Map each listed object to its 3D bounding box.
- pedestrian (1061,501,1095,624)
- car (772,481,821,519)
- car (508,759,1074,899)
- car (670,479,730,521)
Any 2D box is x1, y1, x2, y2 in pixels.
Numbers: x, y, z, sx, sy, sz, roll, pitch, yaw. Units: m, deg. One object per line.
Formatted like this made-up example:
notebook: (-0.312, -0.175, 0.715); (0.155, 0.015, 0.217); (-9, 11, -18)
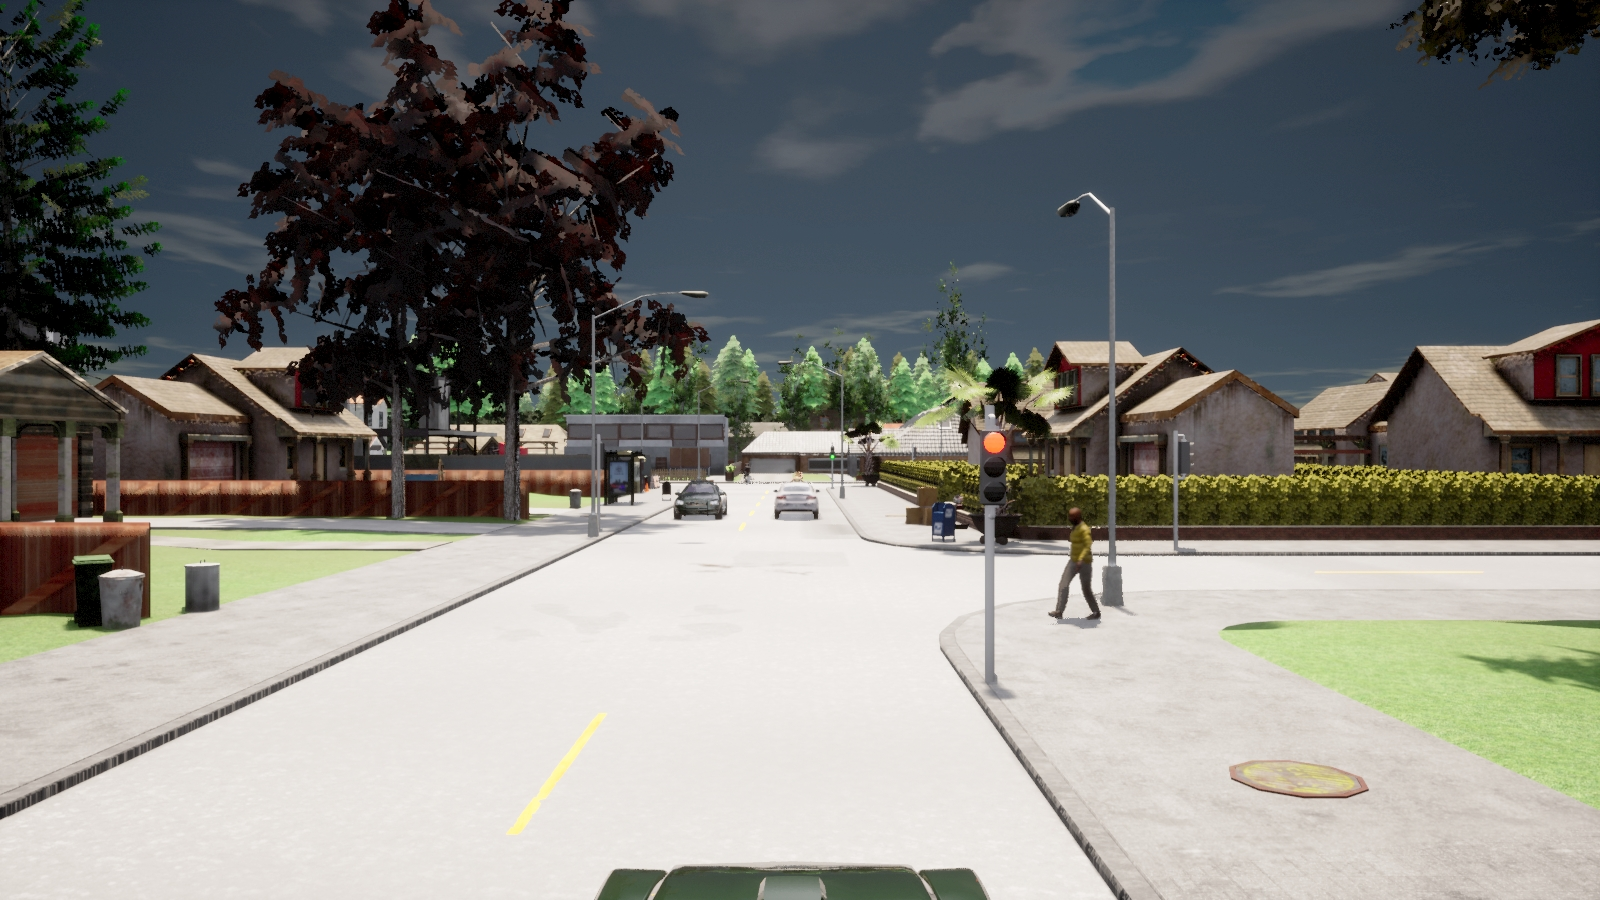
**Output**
pedestrian: (4.333, 1.743, 17.802); (0.375, 1.860, 0.375); (0, 0, -21)
car: (-0.143, 2.082, 48.412); (2.002, 1.442, 4.674); (0, 0, 0)
car: (-0.028, 2.155, 3.193); (1.895, 1.301, 4.718); (0, 0, 0)
car: (-4.107, 2.038, 47.608); (2.038, 1.542, 4.974); (0, 0, 0)
